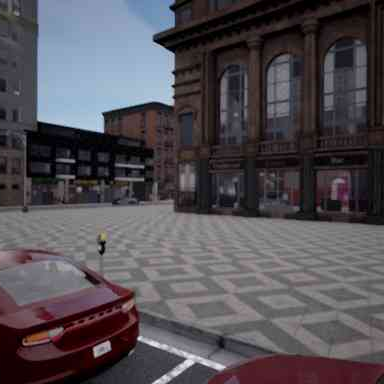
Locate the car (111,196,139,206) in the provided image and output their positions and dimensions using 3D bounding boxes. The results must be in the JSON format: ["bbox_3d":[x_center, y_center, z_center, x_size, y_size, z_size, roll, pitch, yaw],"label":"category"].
[{"bbox_3d":[-9.746,1.326,48.616,1.994,1.385,4.181,0,0,37],"label":"car"}]

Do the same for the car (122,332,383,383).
[{"bbox_3d":[1.820,1.586,1.550,4.206,1.307,1.802,0,0,36],"label":"car"}]

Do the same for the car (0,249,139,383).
[{"bbox_3d":[-2.767,1.516,4.831,4.507,1.381,1.887,0,0,36],"label":"car"}]
